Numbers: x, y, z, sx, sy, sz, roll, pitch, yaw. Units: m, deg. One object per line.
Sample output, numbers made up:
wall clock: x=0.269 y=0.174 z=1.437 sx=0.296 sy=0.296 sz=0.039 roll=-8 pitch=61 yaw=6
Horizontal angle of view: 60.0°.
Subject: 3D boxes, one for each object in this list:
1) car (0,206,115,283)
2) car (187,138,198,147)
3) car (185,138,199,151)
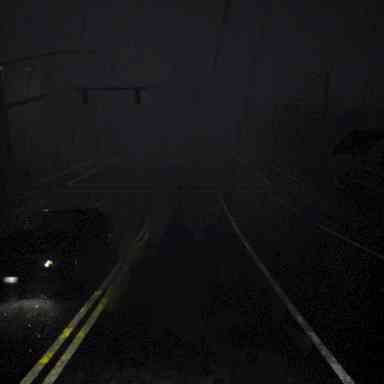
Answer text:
car: x=-3.535 y=1.131 z=9.164 sx=2.033 sy=1.411 sz=5.357 roll=0 pitch=5 yaw=1
car: x=0.026 y=-9.468 z=63.131 sx=1.994 sy=1.385 sz=4.181 roll=0 pitch=12 yaw=0
car: x=0.022 y=-7.553 z=53.331 sx=2.097 sy=1.767 sz=4.553 roll=0 pitch=12 yaw=0
